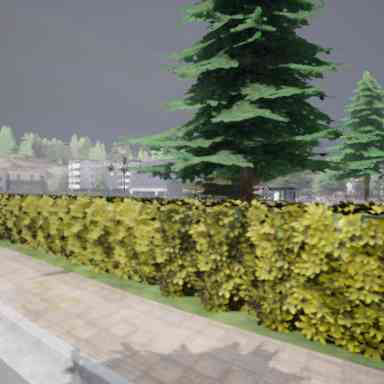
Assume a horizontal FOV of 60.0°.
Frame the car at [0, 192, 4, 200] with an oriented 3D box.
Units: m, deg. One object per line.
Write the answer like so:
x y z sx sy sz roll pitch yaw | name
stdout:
-42.219 0.842 69.527 1.932 1.855 4.605 0 0 44 | car

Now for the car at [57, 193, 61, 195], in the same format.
-32.738 1.060 84.083 1.970 1.475 3.806 0 0 44 | car

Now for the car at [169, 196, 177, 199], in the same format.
-3.027 1.401 56.260 1.845 1.501 3.633 0 0 44 | car

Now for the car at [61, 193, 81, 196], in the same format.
-27.893 1.014 79.861 2.152 1.636 5.027 0 0 44 | car

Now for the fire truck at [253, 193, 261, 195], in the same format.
6.112 0.420 45.619 2.891 3.827 8.468 0 0 43 | fire truck

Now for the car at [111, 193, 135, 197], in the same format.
-10.323 1.354 52.987 1.970 1.475 3.806 0 0 44 | car

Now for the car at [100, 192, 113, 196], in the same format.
-16.306 1.036 69.259 1.932 1.855 4.605 0 0 44 | car

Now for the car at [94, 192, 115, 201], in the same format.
-18.683 0.999 70.980 1.905 1.878 3.866 0 0 44 | car
